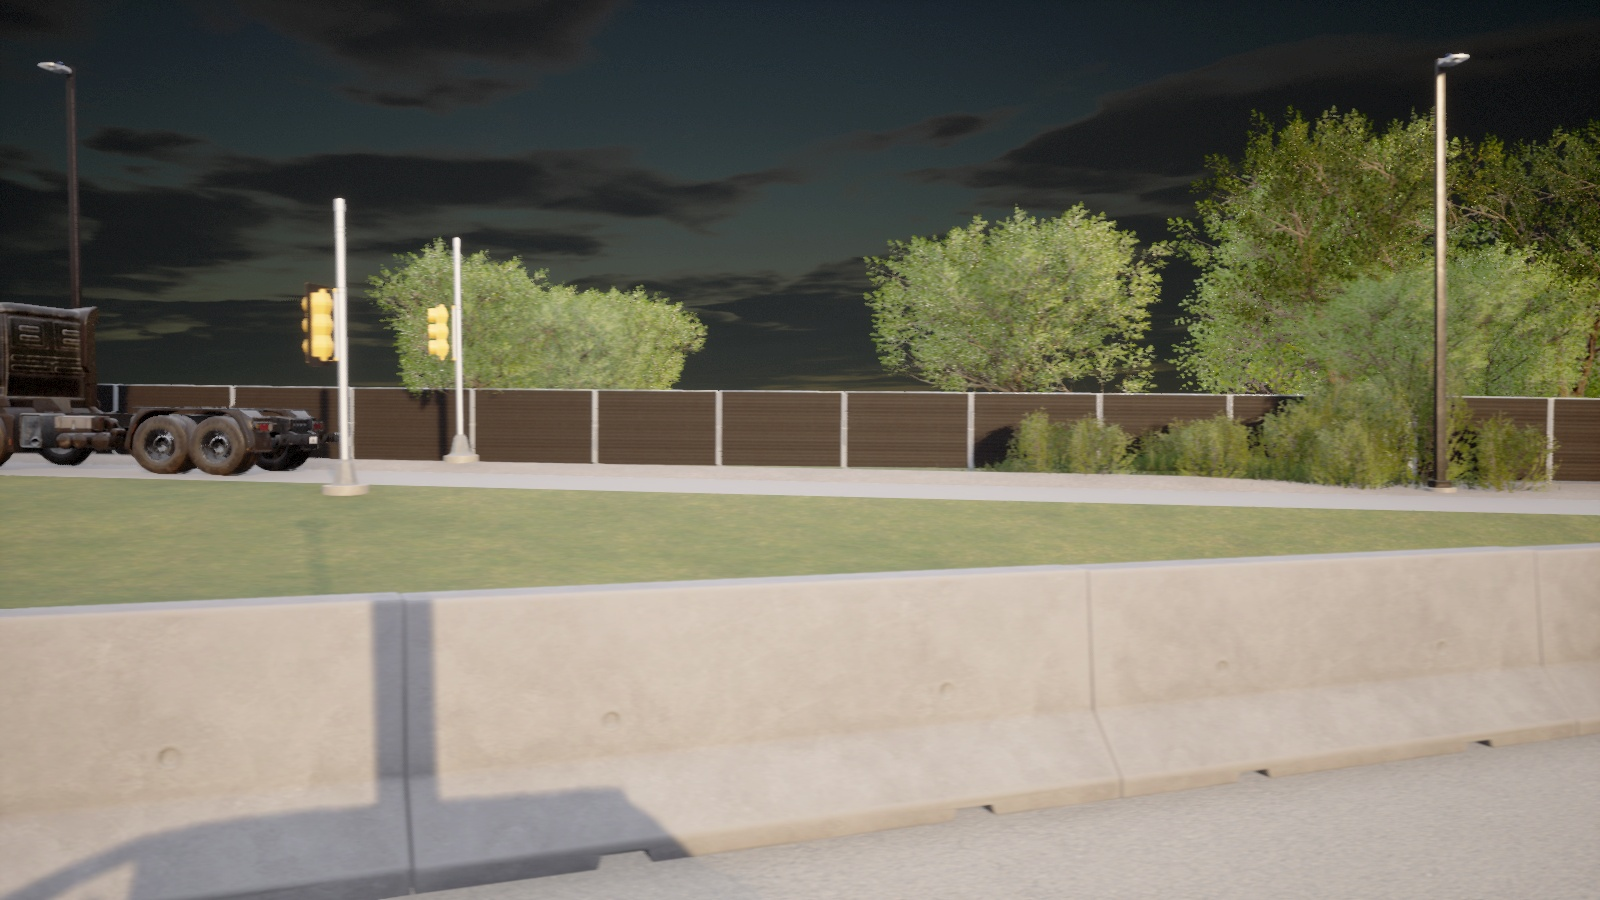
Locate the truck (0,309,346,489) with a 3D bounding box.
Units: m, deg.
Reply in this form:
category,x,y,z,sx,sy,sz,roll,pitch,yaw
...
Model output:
category,x,y,z,sx,sy,sz,roll,pitch,yaw
truck,-13.870,-1.008,25.919,7.936,3.462,2.891,0,2,6
